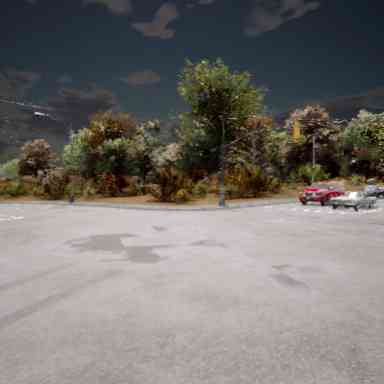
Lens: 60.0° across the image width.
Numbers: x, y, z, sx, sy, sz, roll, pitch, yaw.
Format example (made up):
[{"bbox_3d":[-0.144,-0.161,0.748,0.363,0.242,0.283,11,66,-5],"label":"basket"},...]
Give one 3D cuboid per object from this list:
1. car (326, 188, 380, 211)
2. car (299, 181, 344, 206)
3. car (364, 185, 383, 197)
[{"bbox_3d":[12.919,0.655,26.551,4.718,1.301,1.895,-2,4,-43],"label":"car"},{"bbox_3d":[12.027,0.082,30.431,5.566,2.045,2.150,-3,4,-43],"label":"car"},{"bbox_3d":[20.137,-0.063,37.065,4.674,1.442,1.812,-4,4,-37],"label":"car"}]
